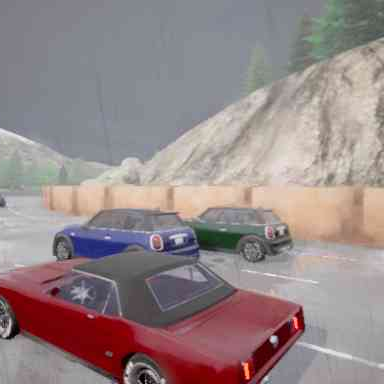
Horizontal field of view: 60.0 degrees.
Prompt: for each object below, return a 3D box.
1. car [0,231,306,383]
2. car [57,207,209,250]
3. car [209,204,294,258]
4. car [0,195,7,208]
[{"bbox_3d":[-1.027,1.549,4.721,4.718,1.301,1.895,1,1,35],"label":"car"},{"bbox_3d":[-2.059,1.244,9.761,4.553,1.767,2.097,1,1,36],"label":"car"},{"bbox_3d":[1.120,1.265,11.795,4.553,1.767,2.097,1,1,36],"label":"car"},{"bbox_3d":[-21.559,0.986,36.596,1.994,1.385,4.181,0,1,-26],"label":"car"}]
